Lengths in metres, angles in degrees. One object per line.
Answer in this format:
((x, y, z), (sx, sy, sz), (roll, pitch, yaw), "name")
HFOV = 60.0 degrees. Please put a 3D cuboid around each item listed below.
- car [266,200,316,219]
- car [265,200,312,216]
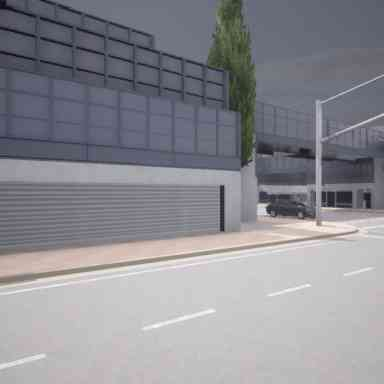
((8.705, 1.505, 28.915), (1.837, 1.490, 4.892), (0, 0, -37), "car")
((9.673, 1.564, 33.468), (1.994, 1.385, 4.181), (0, 0, -37), "car")
